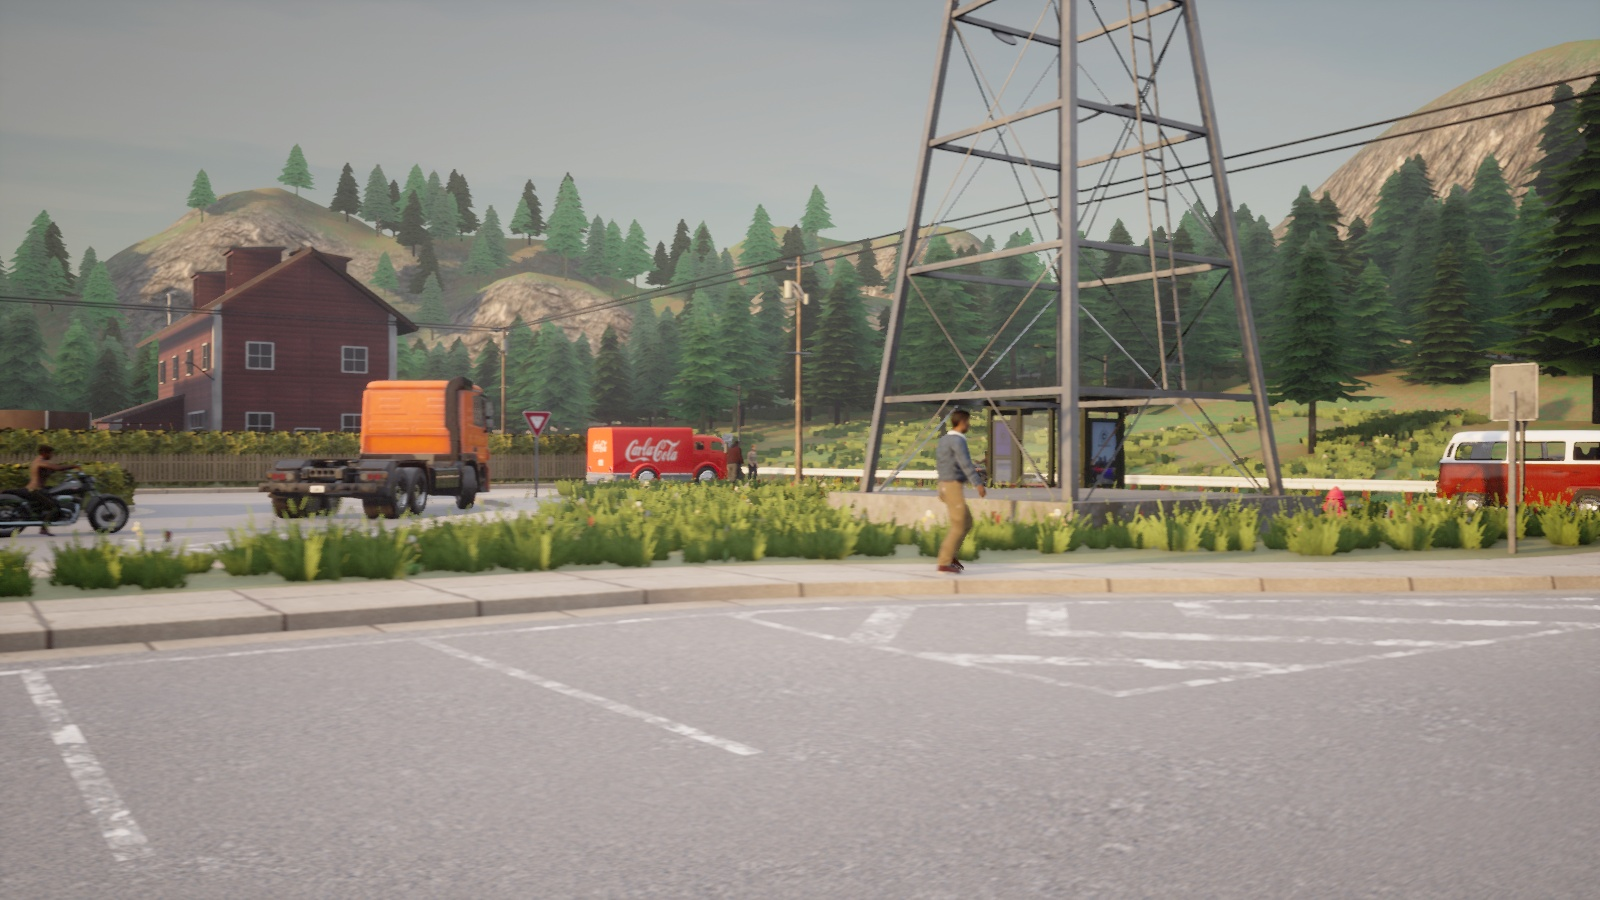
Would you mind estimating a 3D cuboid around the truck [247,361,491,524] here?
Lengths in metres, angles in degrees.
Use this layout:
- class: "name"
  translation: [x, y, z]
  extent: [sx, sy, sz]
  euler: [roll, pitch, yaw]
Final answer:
- class: "truck"
  translation: [-10.160, -0.140, 30.681]
  extent: [2.891, 3.462, 7.936]
  euler: [0, 0, 3]

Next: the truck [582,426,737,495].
- class: "truck"
  translation: [-5.327, 0.386, 47.805]
  extent: [5.204, 2.467, 2.627]
  euler: [0, 0, -33]

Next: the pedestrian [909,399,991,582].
- class: "pedestrian"
  translation: [1.630, 0.430, 13.700]
  extent: [0.788, 1.949, 0.423]
  euler: [0, 0, -13]

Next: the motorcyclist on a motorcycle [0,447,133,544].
- class: "motorcyclist on a motorcycle"
  translation: [-13.182, 0.777, 22.184]
  extent: [0.766, 1.649, 2.350]
  euler: [0, 0, 45]

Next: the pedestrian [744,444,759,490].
- class: "pedestrian"
  translation: [-1.932, 0.670, 50.117]
  extent: [0.345, 1.836, 0.594]
  euler: [0, 0, -32]

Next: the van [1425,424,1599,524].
- class: "van"
  translation: [16.393, 0.504, 27.409]
  extent: [2.069, 2.038, 4.480]
  euler: [0, -1, -34]

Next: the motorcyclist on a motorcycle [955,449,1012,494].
- class: "motorcyclist on a motorcycle"
  translation: [6.952, 0.798, 47.783]
  extent: [0.766, 1.649, 2.350]
  euler: [0, 0, -34]

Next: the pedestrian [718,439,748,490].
- class: "pedestrian"
  translation: [-2.415, 0.516, 45.199]
  extent: [0.899, 1.844, 0.634]
  euler: [0, 0, -44]
